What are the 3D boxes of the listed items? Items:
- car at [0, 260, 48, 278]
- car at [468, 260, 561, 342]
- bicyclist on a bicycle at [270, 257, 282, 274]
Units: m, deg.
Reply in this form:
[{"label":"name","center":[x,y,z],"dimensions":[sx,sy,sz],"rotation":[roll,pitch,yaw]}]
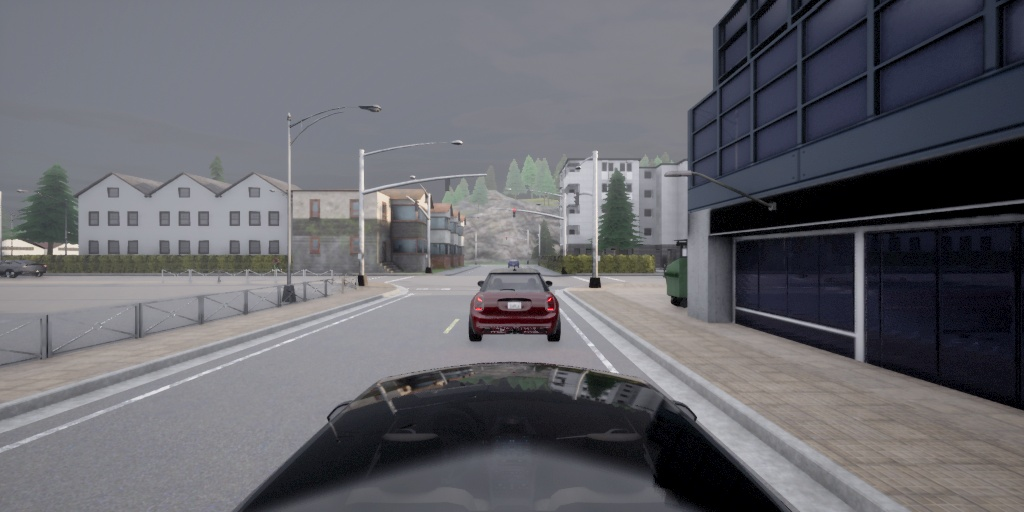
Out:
[{"label":"car","center":[-42.115,1.065,30.041],"dimensions":[4.902,1.511,2.128],"rotation":[0,0,0]},{"label":"car","center":[0.081,1.102,9.970],"dimensions":[2.097,1.767,4.553],"rotation":[0,0,1]},{"label":"bicyclist on a bicycle","center":[-22.227,0.874,33.802],"dimensions":[0.582,1.620,1.656],"rotation":[0,0,0]}]
